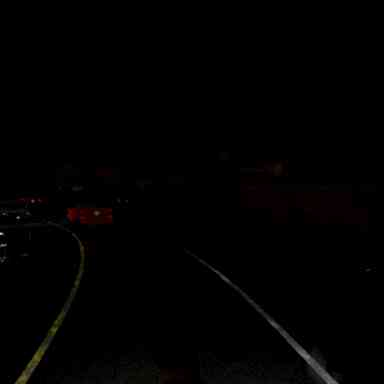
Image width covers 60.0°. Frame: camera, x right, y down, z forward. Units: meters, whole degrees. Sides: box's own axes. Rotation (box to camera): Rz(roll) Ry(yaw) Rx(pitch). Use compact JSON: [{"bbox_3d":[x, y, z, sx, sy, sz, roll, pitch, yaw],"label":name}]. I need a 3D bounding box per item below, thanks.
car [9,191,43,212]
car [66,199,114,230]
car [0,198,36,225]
[{"bbox_3d":[-16.816,0.974,33.328,2.150,2.045,5.566,-1,0,-43],"label":"car"},{"bbox_3d":[-6.351,1.190,20.394,2.097,1.767,4.553,-1,1,-29],"label":"car"},{"bbox_3d":[-12.635,1.364,23.149,1.812,1.442,4.674,-1,1,-40],"label":"car"}]
